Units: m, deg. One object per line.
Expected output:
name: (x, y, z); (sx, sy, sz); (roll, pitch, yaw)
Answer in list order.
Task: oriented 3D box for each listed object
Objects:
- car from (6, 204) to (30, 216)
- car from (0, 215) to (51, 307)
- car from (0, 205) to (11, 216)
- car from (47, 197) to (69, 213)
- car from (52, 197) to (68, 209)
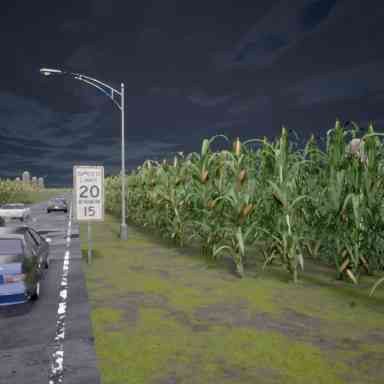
car: (-14.206, 1.612, 26.514); (1.895, 1.301, 4.718); (0, 0, -20)
car: (-4.506, 1.548, 7.909); (2.033, 1.411, 5.357); (0, 0, -20)
car: (-10.582, 1.583, 16.402); (1.994, 1.385, 4.181); (0, 0, -20)
car: (-14.656, 1.542, 36.339); (1.994, 1.385, 4.181); (0, 0, -19)
car: (-18.102, 1.469, 45.788); (1.837, 1.490, 4.892); (0, 0, -20)
